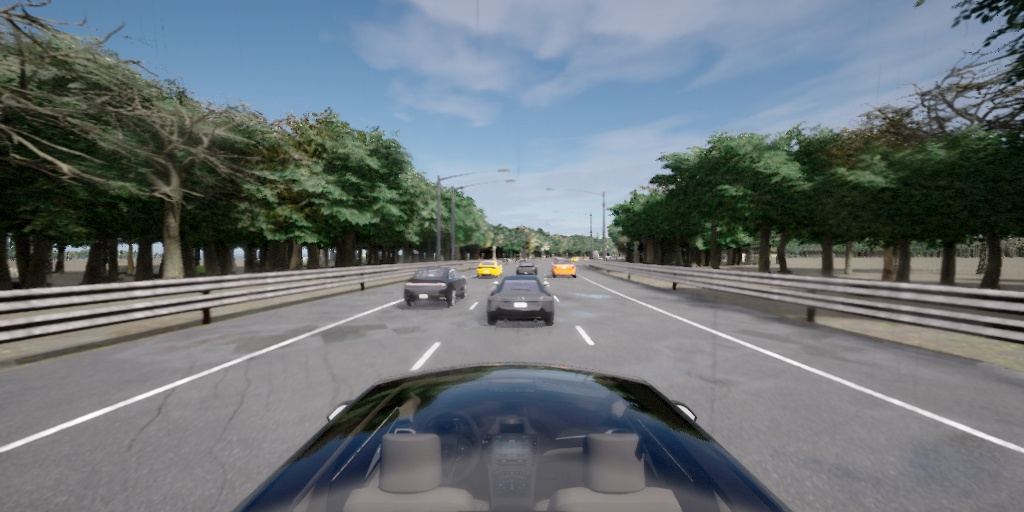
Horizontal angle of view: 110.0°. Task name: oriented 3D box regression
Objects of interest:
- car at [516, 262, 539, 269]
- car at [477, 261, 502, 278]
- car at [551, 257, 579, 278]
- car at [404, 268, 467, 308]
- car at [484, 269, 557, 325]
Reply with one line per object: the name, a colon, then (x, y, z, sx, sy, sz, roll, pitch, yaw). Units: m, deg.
car: (1.408, 1.240, 32.740, 2.128, 1.511, 4.902, 0, 0, 4)
car: (-2.027, 1.222, 33.682, 1.882, 1.535, 5.008, 0, 0, 5)
car: (4.978, 1.099, 34.857, 2.097, 1.767, 4.553, 0, 0, 5)
car: (-3.103, 1.238, 15.324, 2.128, 1.511, 4.902, 0, 0, 2)
car: (0.290, 1.314, 11.855, 1.994, 1.385, 4.181, 0, 0, 2)
